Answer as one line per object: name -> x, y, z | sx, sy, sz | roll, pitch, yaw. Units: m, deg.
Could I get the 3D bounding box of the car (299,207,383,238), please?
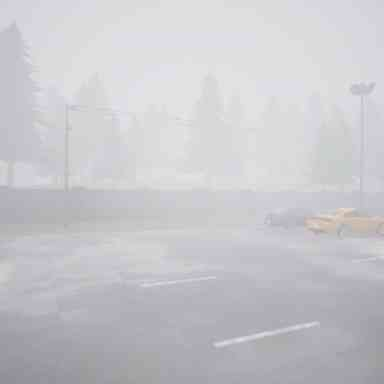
car -> 8.722, 1.641, 18.590 | 5.008, 1.535, 1.882 | 1, 0, -26

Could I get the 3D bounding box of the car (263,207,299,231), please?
car -> 6.799, 1.690, 21.563 | 4.674, 1.442, 1.812 | 1, 0, -26
